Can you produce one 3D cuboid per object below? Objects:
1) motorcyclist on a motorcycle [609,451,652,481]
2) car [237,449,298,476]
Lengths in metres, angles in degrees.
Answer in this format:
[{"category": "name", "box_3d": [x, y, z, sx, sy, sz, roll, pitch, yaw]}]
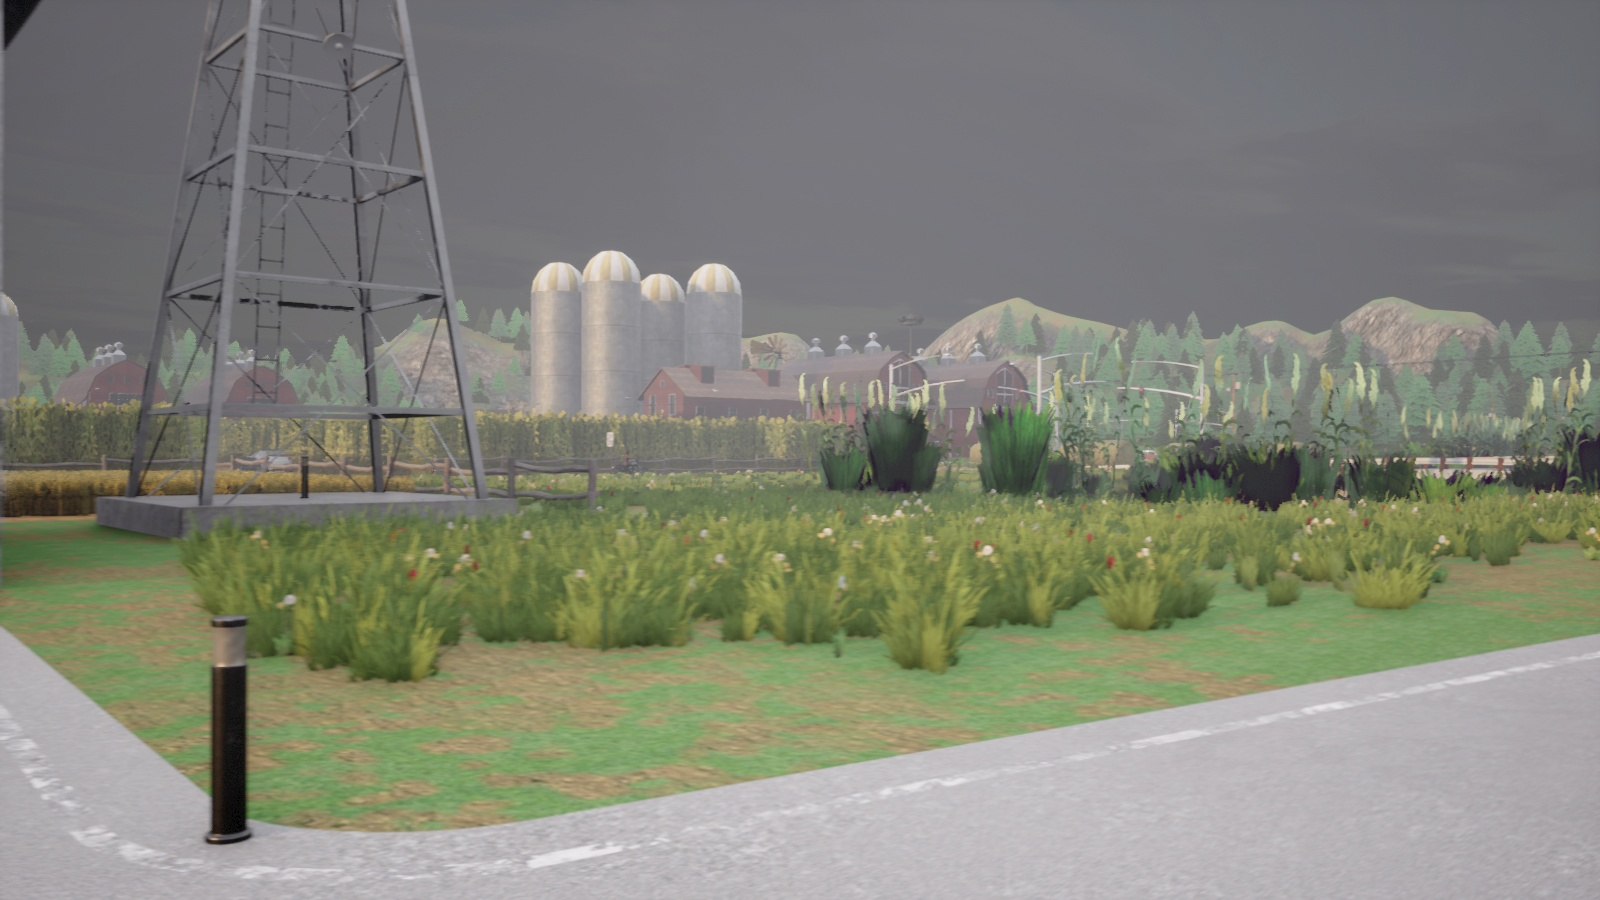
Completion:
[{"category": "motorcyclist on a motorcycle", "box_3d": [-9.393, 0.885, 69.656, 2.350, 1.649, 0.766, 0, 0, -40]}, {"category": "car", "box_3d": [-33.608, 0.787, 79.124, 2.152, 1.651, 5.027, 0, 0, -40]}]
